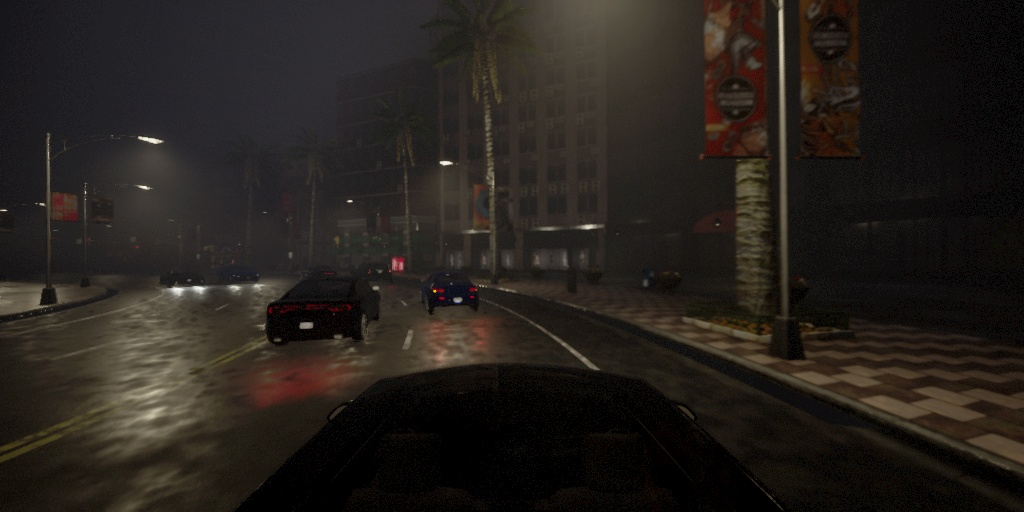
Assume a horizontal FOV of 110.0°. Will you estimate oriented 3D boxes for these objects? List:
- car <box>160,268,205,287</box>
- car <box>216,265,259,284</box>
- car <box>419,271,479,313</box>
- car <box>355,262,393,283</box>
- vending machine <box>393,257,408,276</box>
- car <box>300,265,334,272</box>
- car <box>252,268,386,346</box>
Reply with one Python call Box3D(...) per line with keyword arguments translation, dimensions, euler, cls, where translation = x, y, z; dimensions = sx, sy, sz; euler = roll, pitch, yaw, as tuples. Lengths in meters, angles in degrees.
Box3D(translation=(-25.408, 1.623, 27.631), dimensions=(4.181, 1.385, 1.994), euler=(-1, 0, 36), cls="car")
Box3D(translation=(-23.302, 1.517, 30.401), dimensions=(5.008, 1.535, 1.882), euler=(-1, 0, 36), cls="car")
Box3D(translation=(-2.563, 1.319, 14.239), dimensions=(1.812, 1.442, 4.674), euler=(0, 0, -19), cls="car")
Box3D(translation=(-11.465, 1.261, 29.077), dimensions=(2.097, 1.767, 4.553), euler=(-1, 0, -40), cls="car")
Box3D(translation=(-12.933, 1.135, 40.945), dimensions=(0.880, 2.100, 1.100), euler=(0, 0, 39), cls="vending machine")
Box3D(translation=(-15.046, 1.452, 27.889), dimensions=(1.837, 1.490, 4.892), euler=(0, 0, -42), cls="car")
Box3D(translation=(-4.825, 1.290, 9.846), dimensions=(1.882, 1.535, 5.008), euler=(-1, 0, -13), cls="car")
